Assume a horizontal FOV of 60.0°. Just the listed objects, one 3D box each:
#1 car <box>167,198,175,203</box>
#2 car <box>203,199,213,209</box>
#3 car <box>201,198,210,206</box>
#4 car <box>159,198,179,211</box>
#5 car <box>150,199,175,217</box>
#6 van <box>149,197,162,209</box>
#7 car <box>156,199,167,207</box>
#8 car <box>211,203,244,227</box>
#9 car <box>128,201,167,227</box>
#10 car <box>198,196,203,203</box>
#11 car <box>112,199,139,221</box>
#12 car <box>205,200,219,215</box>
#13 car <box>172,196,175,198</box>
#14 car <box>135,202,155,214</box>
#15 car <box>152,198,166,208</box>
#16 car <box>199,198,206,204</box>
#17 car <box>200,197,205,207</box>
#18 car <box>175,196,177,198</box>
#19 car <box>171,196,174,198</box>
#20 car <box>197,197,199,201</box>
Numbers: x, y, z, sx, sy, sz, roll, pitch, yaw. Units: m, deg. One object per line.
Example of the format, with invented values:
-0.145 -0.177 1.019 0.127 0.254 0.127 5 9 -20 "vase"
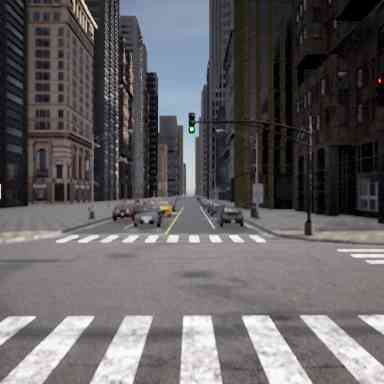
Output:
-5.770 2.293 91.954 1.752 1.417 4.829 0 -1 0 "car"
2.758 1.877 41.369 1.887 1.381 4.507 0 0 0 "car"
2.757 2.097 69.741 1.752 1.417 4.829 0 0 0 "car"
-3.092 1.864 44.665 1.837 1.490 4.892 0 0 0 "car"
-3.101 1.754 34.403 1.882 1.535 5.008 0 -1 0 "car"
-5.768 1.767 52.641 1.690 1.788 3.998 0 0 0 "van"
-5.768 2.045 63.751 1.752 1.417 4.829 0 0 0 "car"
2.759 1.746 24.447 2.008 1.369 4.403 0 0 0 "car"
-3.152 1.688 24.519 2.128 1.511 4.902 0 0 -3 "car"
2.757 1.962 63.931 1.967 1.590 4.097 0 0 0 "car"
-5.766 1.556 30.079 2.192 1.841 5.009 0 0 0 "car"
2.759 1.838 35.728 2.008 1.369 4.403 0 0 0 "car"
-5.769 2.193 80.673 1.752 1.417 4.829 0 -1 0 "car"
-5.767 1.899 41.359 1.947 1.339 4.313 0 0 0 "car"
-5.768 1.914 58.281 1.967 1.590 4.097 0 0 0 "car"
2.755 2.246 86.662 1.752 1.417 4.829 0 -1 0 "car"
2.757 1.866 52.650 1.967 1.590 4.097 0 0 0 "car"
-5.770 2.285 86.483 1.947 1.339 4.313 0 -1 0 "car"
-5.769 2.185 75.202 1.947 1.339 4.313 0 0 0 "car"
2.756 2.164 75.210 1.887 1.381 4.507 0 -1 0 "car"
